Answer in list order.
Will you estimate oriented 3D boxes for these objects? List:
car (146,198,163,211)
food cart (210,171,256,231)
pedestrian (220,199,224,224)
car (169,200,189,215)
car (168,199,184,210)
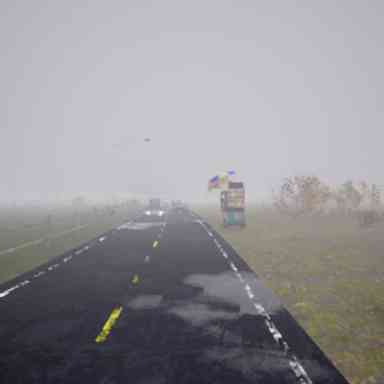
[{"bbox_3d":[-4.882,1.546,43.918,2.097,1.767,4.553,1,0,-5],"label":"car"},{"bbox_3d":[2.572,0.557,22.162,2.280,3.560,4.660,-1,-1,-3],"label":"food cart"},{"bbox_3d":[2.204,1.387,24.162,0.375,1.860,0.375,1,-1,-1],"label":"pedestrian"},{"bbox_3d":[-1.353,1.765,36.604,1.895,1.301,4.718,0,0,-4],"label":"car"},{"bbox_3d":[-2.285,1.772,47.322,2.033,1.411,5.357,0,0,-5],"label":"car"}]
